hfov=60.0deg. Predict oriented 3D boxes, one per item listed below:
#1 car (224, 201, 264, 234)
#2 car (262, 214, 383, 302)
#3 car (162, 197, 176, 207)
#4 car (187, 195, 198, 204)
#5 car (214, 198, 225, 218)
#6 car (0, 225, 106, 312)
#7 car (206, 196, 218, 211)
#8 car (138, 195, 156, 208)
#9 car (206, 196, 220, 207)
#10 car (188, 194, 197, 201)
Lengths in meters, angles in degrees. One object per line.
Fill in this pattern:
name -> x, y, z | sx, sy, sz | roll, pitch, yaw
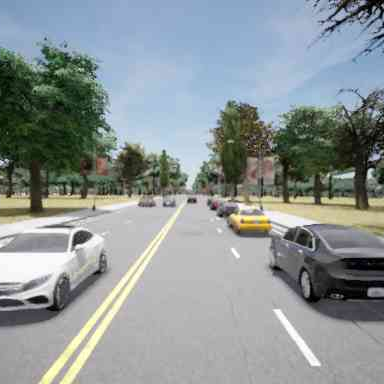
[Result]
car -> 3.247, 1.503, 19.542 | 1.801, 1.575, 5.366 | 0, 0, -1
car -> 3.255, 1.535, 8.298 | 1.837, 1.490, 4.892 | 0, 0, 0
car -> -3.299, 1.441, 48.491 | 2.128, 1.511, 4.902 | 0, 0, 0
car -> 0.037, 1.384, 61.419 | 1.882, 1.535, 5.008 | 0, 0, 0
car -> 3.268, 1.551, 30.293 | 1.812, 1.442, 4.674 | 0, 0, 0
car -> -3.358, 1.556, 7.894 | 1.812, 1.442, 4.674 | 0, 0, 0
car -> 3.275, 1.483, 41.324 | 2.163, 1.488, 4.792 | 0, 0, 0
car -> -6.546, 1.303, 48.430 | 2.097, 1.767, 4.553 | 0, 0, 0
car -> 3.281, 1.412, 52.295 | 1.882, 1.535, 5.008 | 0, 0, 0
car -> 0.049, 1.305, 80.221 | 2.033, 1.411, 5.357 | 0, 0, 0
